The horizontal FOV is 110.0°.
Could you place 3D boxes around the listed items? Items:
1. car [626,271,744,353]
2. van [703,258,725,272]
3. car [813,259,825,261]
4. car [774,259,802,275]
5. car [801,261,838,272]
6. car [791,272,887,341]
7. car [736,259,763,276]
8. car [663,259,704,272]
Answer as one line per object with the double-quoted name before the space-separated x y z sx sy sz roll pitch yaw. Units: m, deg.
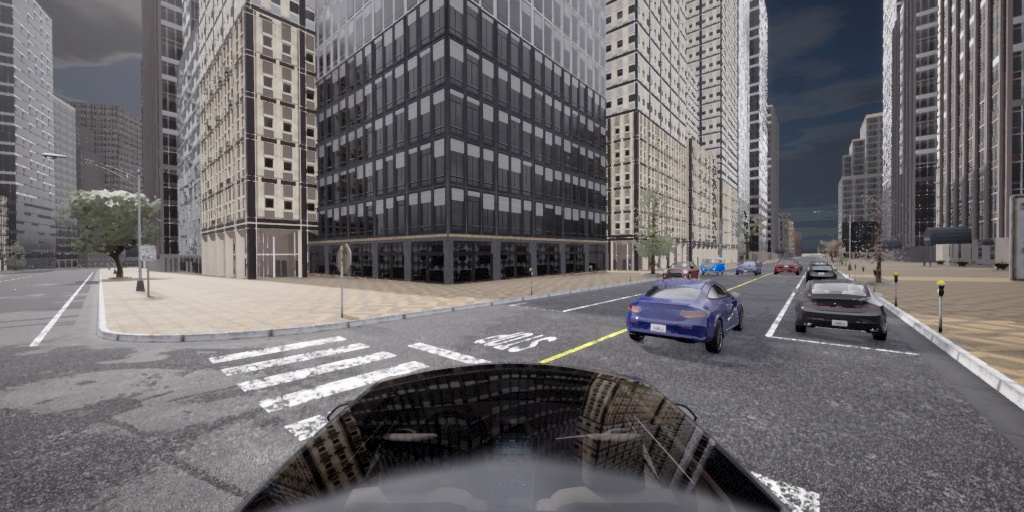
"car" 4.405 1.271 8.909 1.812 1.442 4.674 0 0 40
"van" 20.676 1.060 36.880 1.690 1.789 3.998 0 0 40
"car" 34.365 1.294 40.056 1.948 1.339 4.313 0 0 40
"car" 29.233 1.079 38.032 2.097 1.767 4.553 0 0 41
"car" 23.411 1.305 27.150 1.948 1.339 4.313 0 0 40
"car" 8.906 1.300 9.859 2.007 1.370 4.403 0 0 40
"car" 24.914 1.248 37.711 1.812 1.442 4.674 0 0 40
"car" 13.376 1.165 28.277 1.967 1.591 4.097 0 0 40
